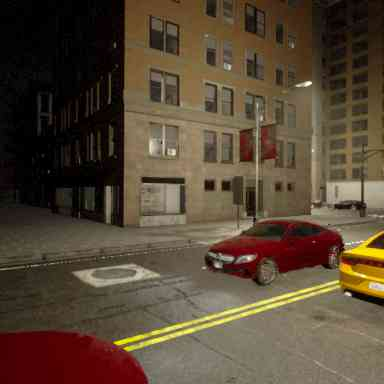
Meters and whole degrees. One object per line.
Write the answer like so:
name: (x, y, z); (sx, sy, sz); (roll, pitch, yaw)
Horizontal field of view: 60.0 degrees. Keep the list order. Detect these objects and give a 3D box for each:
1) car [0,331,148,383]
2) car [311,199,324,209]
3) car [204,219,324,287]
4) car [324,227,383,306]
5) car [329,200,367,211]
car: (-2.426, 1.526, 1.708); (4.674, 1.442, 1.812); (0, 0, -36)
car: (15.549, 1.580, 44.926); (2.008, 1.369, 4.403); (0, 0, -35)
car: (2.518, 1.526, 9.496); (4.674, 1.442, 1.812); (0, 0, -36)
car: (5.201, 1.478, 7.170); (5.008, 1.535, 1.882); (0, 0, -35)
car: (18.826, 1.595, 40.308); (1.947, 1.339, 4.313); (0, 0, -35)
